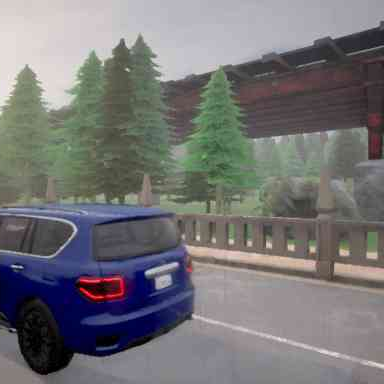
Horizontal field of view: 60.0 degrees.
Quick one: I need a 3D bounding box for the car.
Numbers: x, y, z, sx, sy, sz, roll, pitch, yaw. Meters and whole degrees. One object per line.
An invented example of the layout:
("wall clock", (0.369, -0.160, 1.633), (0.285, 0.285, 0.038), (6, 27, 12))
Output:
("car", (-2.541, 1.224, 5.813), (5.566, 2.045, 2.150), (0, 0, 36))
